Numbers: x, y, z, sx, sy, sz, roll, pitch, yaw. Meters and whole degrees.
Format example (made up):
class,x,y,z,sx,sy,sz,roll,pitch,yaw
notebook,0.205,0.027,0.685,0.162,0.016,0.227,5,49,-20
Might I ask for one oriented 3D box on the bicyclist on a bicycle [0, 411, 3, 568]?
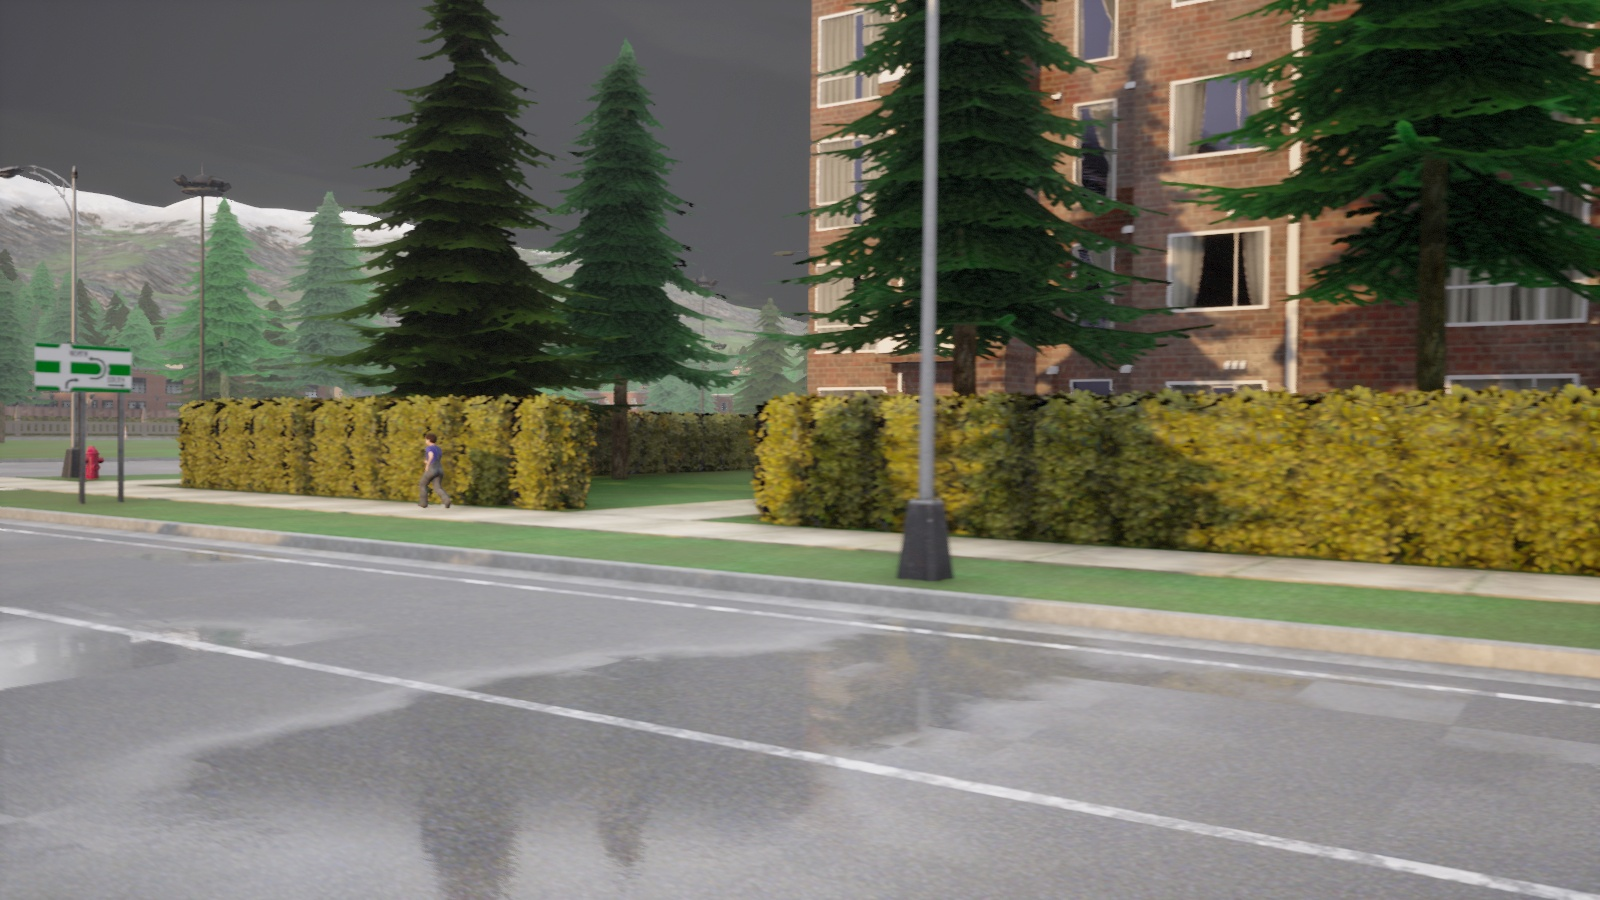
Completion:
class,x,y,z,sx,sy,sz,roll,pitch,yaw
bicyclist on a bicycle,-9.990,0.448,14.458,1.843,1.776,0.659,0,1,34

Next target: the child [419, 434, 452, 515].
class,x,y,z,sx,sy,sz,roll,pitch,yaw
child,-5.755,0.386,19.832,0.437,1.263,0.270,0,1,32

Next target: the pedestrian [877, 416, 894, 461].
class,x,y,z,sx,sy,sz,roll,pitch,yaw
pedestrian,3.727,-0.500,54.732,0.423,1.949,0.788,0,1,34
